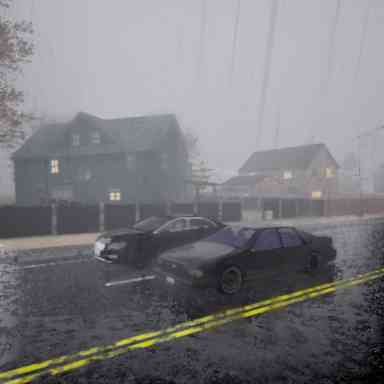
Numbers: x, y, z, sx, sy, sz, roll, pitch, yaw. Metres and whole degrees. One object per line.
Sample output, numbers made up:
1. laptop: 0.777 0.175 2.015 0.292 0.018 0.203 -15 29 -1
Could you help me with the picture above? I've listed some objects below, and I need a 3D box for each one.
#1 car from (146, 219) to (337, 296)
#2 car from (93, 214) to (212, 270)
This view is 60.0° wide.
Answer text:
1. car: 1.694 1.562 8.888 5.357 1.411 2.033 0 0 -36
2. car: -0.762 1.504 11.128 4.902 1.511 2.128 0 0 -35
